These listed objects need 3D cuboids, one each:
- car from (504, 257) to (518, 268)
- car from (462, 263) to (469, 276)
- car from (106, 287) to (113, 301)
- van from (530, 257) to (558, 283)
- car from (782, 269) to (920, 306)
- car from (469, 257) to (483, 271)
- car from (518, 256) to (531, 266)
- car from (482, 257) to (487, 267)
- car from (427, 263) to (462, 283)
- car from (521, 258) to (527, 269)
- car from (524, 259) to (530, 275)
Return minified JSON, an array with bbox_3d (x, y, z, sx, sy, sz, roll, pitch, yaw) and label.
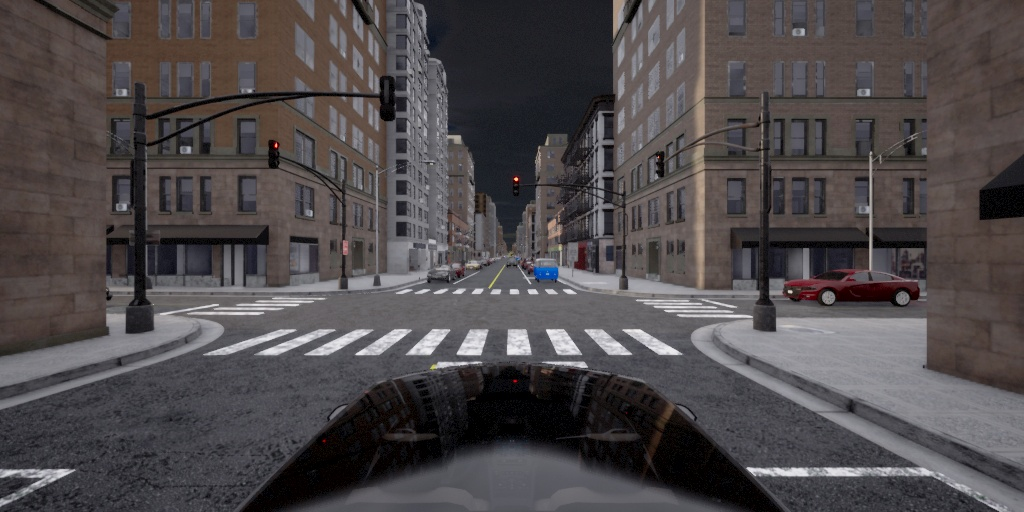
[{"bbox_3d":[-0.013,1.333,61.567,1.895,1.301,4.718,0,0,0],"label":"car"},{"bbox_3d":[-5.447,1.291,33.614,1.888,1.381,4.507,0,0,0],"label":"car"},{"bbox_3d":[-17.751,1.197,12.763,5.357,1.411,2.033,0,0,0],"label":"car"},{"bbox_3d":[2.589,1.087,27.956,1.690,1.789,3.998,0,0,0],"label":"van"},{"bbox_3d":[14.789,1.325,15.820,5.008,1.535,1.882,0,0,1],"label":"car"},{"bbox_3d":[-5.478,1.266,50.490,1.751,1.417,4.829,0,0,0],"label":"car"},{"bbox_3d":[2.536,1.050,56.363,2.192,1.841,5.009,0,0,0],"label":"car"},{"bbox_3d":[-5.489,1.302,56.342,1.948,1.339,4.313,0,0,0],"label":"car"},{"bbox_3d":[-5.436,1.297,27.932,2.007,1.370,4.403,0,0,0],"label":"car"},{"bbox_3d":[2.547,1.322,50.681,1.802,1.307,4.207,0,0,0],"label":"car"},{"bbox_3d":[2.568,1.327,39.318,1.802,1.307,4.207,0,0,0],"label":"car"}]
